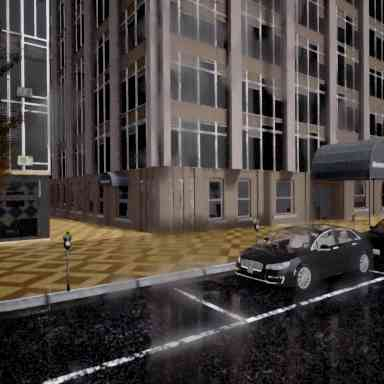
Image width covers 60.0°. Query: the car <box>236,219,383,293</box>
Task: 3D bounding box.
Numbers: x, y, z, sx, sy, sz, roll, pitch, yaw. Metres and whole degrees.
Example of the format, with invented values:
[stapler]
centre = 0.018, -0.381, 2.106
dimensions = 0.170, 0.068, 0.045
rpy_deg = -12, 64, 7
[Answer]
[car]
centre = 3.091, 1.549, 8.784
dimensions = 4.403, 1.369, 2.008
rpy_deg = 0, -1, -36
